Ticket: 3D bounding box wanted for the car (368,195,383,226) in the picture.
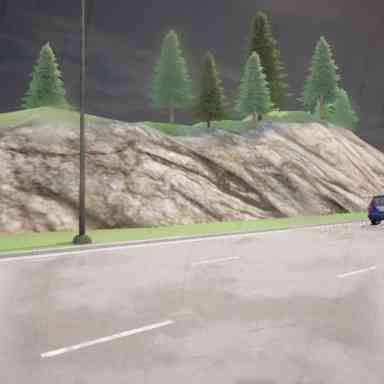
[{"bbox_3d":[14.054,1.220,22.415,5.566,2.045,2.150,0,0,-36],"label":"car"}]
